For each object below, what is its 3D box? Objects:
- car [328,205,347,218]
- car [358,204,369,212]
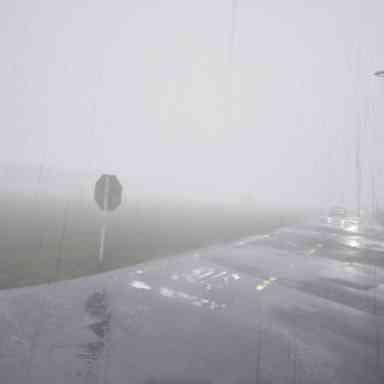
[{"bbox_3d":[18.574,2.464,42.368,1.837,1.490,4.892,6,1,27],"label":"car"},{"bbox_3d":[39.162,3.738,76.056,1.837,1.490,4.892,6,1,28],"label":"car"}]
